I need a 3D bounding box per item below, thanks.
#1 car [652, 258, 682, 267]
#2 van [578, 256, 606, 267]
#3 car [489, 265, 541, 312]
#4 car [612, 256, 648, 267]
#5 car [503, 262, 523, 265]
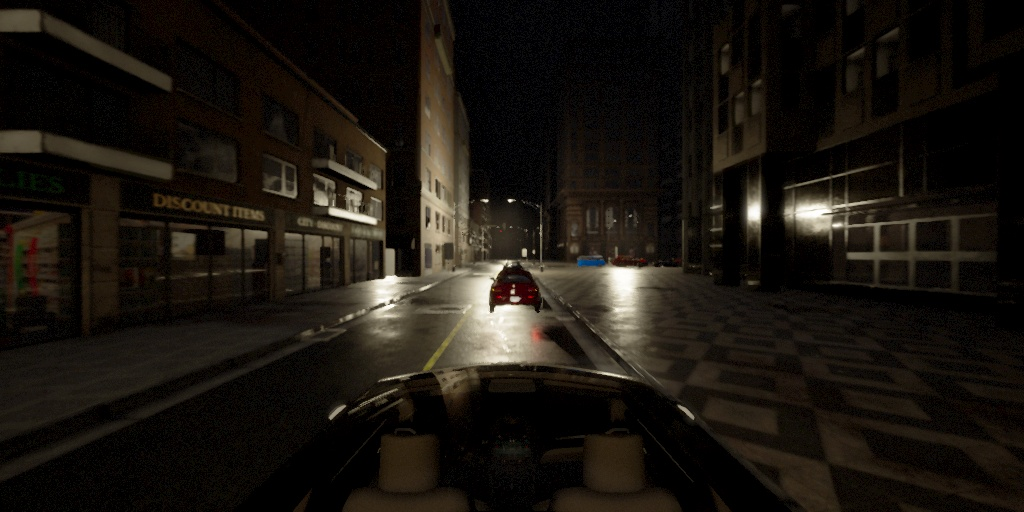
[{"bbox_3d":[22.992,1.108,53.068,4.313,1.339,1.948,0,0,-1],"label":"car"},{"bbox_3d":[11.712,0.888,52.893,3.998,1.789,1.690,0,0,-1],"label":"van"},{"bbox_3d":[0.096,1.242,14.029,1.812,1.442,4.674,0,0,0],"label":"car"},{"bbox_3d":[17.352,0.861,52.981,5.009,1.841,2.192,0,0,-1],"label":"car"},{"bbox_3d":[0.091,1.194,31.524,1.994,1.385,4.181,0,0,0],"label":"car"}]
